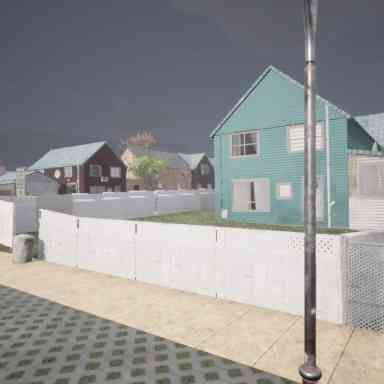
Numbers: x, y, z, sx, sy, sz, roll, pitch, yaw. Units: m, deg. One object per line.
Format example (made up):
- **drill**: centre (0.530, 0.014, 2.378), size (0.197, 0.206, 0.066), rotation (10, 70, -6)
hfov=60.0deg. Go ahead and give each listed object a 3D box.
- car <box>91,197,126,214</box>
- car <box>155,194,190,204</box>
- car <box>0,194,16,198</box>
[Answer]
- **car**: centre (-7.549, 0.950, 28.692), size (1.882, 1.535, 5.008), rotation (-1, 1, 35)
- **car**: centre (-1.981, 0.690, 36.620), size (1.882, 1.535, 5.008), rotation (-1, 1, 35)
- **car**: centre (-12.718, 1.067, 21.325), size (2.097, 1.767, 4.553), rotation (-1, 1, 35)
